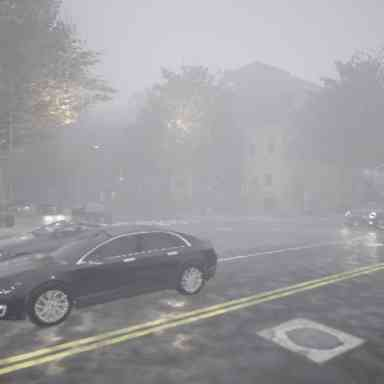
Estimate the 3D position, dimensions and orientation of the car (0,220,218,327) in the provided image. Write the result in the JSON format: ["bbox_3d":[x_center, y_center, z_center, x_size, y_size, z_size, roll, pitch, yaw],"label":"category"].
[{"bbox_3d":[-1.655,1.505,7.112,4.892,1.490,1.837,0,0,-36],"label":"car"}]

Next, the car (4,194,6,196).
[{"bbox_3d":[-28.039,1.228,48.234,2.435,2.045,5.566,0,0,-35],"label":"car"}]

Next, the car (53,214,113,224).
[{"bbox_3d":[-3.769,1.564,9.900,4.181,1.385,1.994,0,0,-36],"label":"car"}]

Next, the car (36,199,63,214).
[{"bbox_3d":[-14.952,1.493,34.855,2.128,1.511,4.902,0,0,-35],"label":"car"}]

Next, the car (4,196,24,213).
[{"bbox_3d":[-20.218,1.481,36.170,2.231,1.521,4.892,0,0,-35],"label":"car"}]

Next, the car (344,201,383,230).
[{"bbox_3d":[11.780,1.362,21.171,4.553,1.767,2.097,0,0,-32],"label":"car"}]

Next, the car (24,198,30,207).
[{"bbox_3d":[-25.930,1.564,50.410,1.994,1.385,4.181,0,0,-35],"label":"car"}]

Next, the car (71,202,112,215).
[{"bbox_3d":[-7.127,1.480,23.487,1.882,1.535,5.008,0,0,-32],"label":"car"}]
